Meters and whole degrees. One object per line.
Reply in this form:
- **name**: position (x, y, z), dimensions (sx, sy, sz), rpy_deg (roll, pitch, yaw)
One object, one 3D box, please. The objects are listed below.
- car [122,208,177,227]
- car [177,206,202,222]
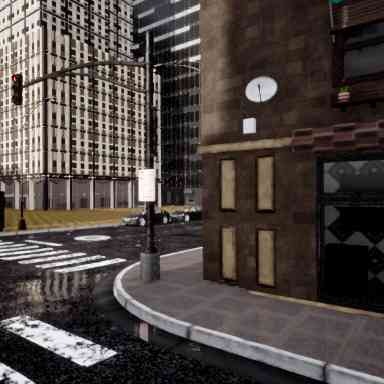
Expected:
- **car**: position (-3.500, 1.894, 25.909), dimensions (2.008, 1.369, 4.403), rpy_deg (-2, -2, 35)
- **car**: position (-0.296, 1.975, 30.465), dimensions (2.008, 1.369, 4.403), rpy_deg (-2, -2, 35)
